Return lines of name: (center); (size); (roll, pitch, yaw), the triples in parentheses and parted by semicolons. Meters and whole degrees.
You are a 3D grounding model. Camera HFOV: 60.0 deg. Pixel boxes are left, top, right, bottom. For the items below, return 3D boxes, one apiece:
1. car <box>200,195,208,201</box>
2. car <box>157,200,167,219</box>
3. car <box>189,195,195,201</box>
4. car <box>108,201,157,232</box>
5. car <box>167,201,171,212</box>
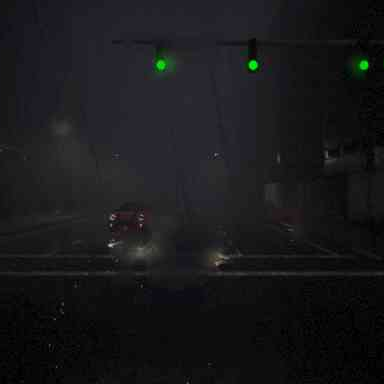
car: (3.486, 1.752, 94.441); (2.033, 1.411, 5.357); (0, 0, 0)
car: (-3.595, 1.596, 29.895); (1.812, 1.442, 4.674); (0, 0, 0)
car: (-0.014, 1.690, 94.441); (1.882, 1.535, 5.008); (0, 0, 0)
car: (-3.599, 1.400, 20.270); (2.097, 1.767, 4.553); (0, 0, 0)
car: (-3.569, 1.658, 40.050); (1.994, 1.385, 4.181); (0, 0, 0)
